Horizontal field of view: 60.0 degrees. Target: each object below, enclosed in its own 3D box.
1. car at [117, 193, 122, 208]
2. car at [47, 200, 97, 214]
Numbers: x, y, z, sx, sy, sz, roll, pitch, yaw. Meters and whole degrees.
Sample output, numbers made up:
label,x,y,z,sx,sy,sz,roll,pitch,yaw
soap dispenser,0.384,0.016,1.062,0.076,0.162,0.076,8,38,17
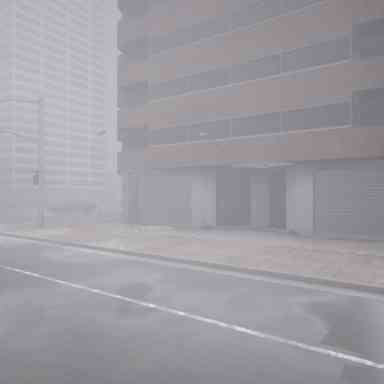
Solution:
label,x,y,z,sx,sy,sz,roll,pitch,yaw
car,-7.338,1.352,44.654,2.097,1.767,4.553,0,0,35
car,-13.034,1.547,36.532,2.033,1.411,5.357,0,0,35
